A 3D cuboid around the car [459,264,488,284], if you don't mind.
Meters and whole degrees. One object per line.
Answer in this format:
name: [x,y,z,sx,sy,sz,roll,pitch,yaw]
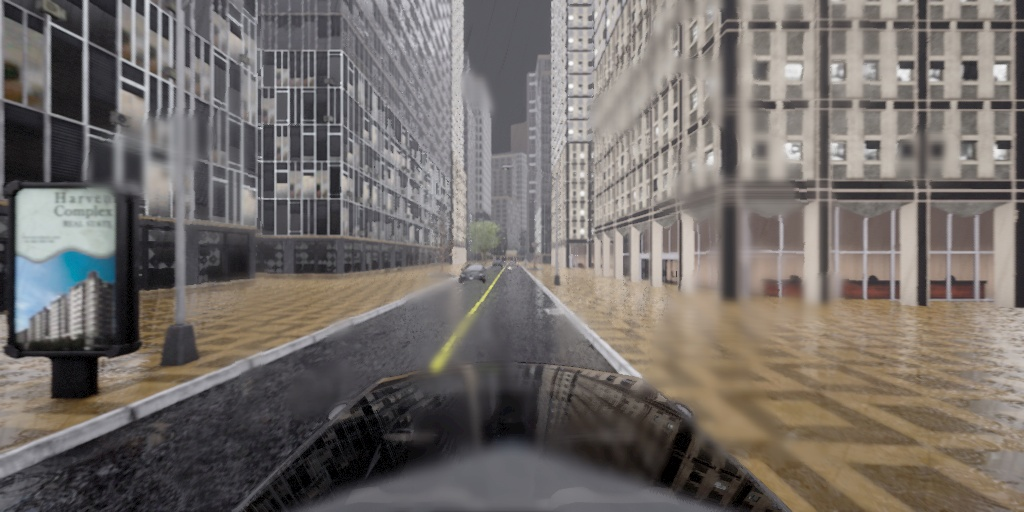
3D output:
car: [-2.851,1.310,27.433,1.812,1.442,4.674,0,0,0]
